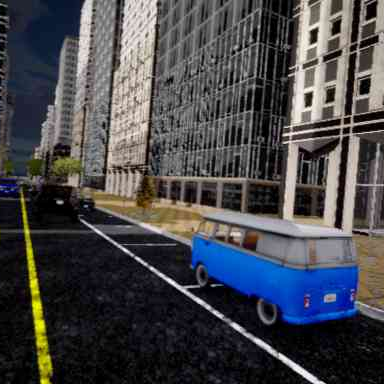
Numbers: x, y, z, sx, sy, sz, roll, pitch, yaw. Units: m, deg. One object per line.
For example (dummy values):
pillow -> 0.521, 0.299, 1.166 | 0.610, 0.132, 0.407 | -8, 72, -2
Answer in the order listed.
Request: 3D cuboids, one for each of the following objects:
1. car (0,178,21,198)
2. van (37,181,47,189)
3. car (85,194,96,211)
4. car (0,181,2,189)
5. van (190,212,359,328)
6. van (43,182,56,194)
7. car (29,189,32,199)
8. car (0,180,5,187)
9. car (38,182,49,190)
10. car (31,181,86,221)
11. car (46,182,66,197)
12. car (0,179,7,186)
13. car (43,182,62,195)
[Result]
car -> -20.504, -0.476, 37.132 | 2.150, 2.045, 5.566 | 4, 0, -27
van -> -35.107, -1.614, 77.689 | 1.690, 1.788, 3.998 | 4, 1, -27
car -> -9.031, 0.767, 27.243 | 2.008, 1.369, 4.403 | 4, 1, -27
car -> -34.714, -1.293, 58.697 | 1.947, 1.339, 4.313 | 4, 0, -27
van -> 1.420, 1.424, 7.063 | 1.690, 1.788, 3.998 | 4, 0, -27
van -> -24.671, -0.744, 57.510 | 1.690, 1.788, 3.998 | 4, 1, -27
car -> -15.728, 0.172, 34.503 | 2.128, 1.511, 4.902 | 4, 0, -27
car -> -39.931, -1.743, 68.786 | 2.008, 1.369, 4.403 | 4, 0, -27
car -> -32.506, -1.298, 72.645 | 1.967, 1.590, 4.097 | 4, 1, -27
car -> -8.156, 0.529, 19.879 | 2.150, 2.045, 5.566 | 4, 0, -27
car -> -19.452, -0.336, 47.421 | 2.192, 1.841, 5.009 | 4, 1, -27
car -> -45.141, -2.289, 78.875 | 1.967, 1.590, 4.097 | 4, 0, -27
car -> -22.061, -0.553, 52.466 | 2.192, 1.841, 5.009 | 4, 1, -27
